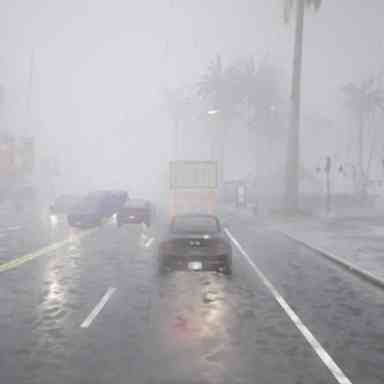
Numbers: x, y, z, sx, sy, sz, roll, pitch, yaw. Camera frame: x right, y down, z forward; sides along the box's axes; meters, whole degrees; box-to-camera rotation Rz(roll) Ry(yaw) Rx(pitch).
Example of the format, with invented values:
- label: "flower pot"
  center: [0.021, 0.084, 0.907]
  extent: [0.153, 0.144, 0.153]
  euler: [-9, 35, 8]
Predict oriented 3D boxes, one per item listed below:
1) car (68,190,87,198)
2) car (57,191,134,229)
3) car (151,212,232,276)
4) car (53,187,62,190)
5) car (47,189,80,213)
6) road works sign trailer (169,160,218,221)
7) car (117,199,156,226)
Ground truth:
- label: "car"
  center: [-23.497, 0.420, 68.273]
  extent: [1.837, 1.490, 4.892]
  euler: [-1, 1, -44]
- label: "car"
  center: [-5.553, 0.750, 20.008]
  extent: [1.882, 1.535, 5.008]
  euler: [1, 19, 13]
- label: "car"
  center: [0.091, 1.358, 9.846]
  extent: [1.837, 1.490, 4.892]
  euler: [0, 1, 0]
- label: "car"
  center: [-27.784, 0.265, 67.551]
  extent: [4.892, 1.490, 1.837]
  euler: [1, 1, 43]
- label: "car"
  center: [-11.070, 0.911, 29.786]
  extent: [2.097, 1.767, 4.553]
  euler: [0, 1, -6]
- label: "road works sign trailer"
  center: [0.074, 0.216, 16.729]
  extent: [2.380, 3.560, 2.880]
  euler: [0, 1, -1]
- label: "car"
  center: [-3.297, 1.175, 20.482]
  extent: [1.882, 1.535, 5.008]
  euler: [0, 1, -1]
